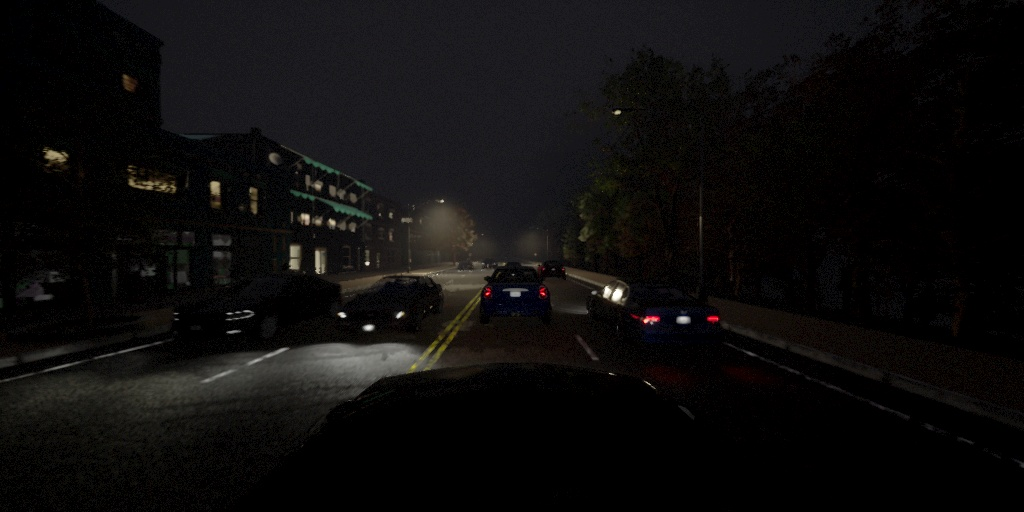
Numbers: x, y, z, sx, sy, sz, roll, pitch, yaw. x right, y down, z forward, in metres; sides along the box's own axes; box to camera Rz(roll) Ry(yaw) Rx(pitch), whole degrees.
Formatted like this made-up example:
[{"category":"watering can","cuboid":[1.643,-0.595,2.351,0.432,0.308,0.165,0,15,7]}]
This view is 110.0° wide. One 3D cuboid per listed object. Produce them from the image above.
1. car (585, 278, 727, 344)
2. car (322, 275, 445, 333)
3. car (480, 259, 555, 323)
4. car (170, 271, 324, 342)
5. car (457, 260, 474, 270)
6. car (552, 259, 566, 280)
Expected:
[{"category":"car","cuboid":[3.349,1.298,9.512,2.033,1.411,5.357,0,0,0]},{"category":"car","cuboid":[-3.352,1.298,11.053,2.033,1.411,5.357,0,0,0]},{"category":"car","cuboid":[0.099,1.103,12.314,2.097,1.767,4.553,0,0,0]},{"category":"car","cuboid":[-6.602,1.228,9.989,1.882,1.535,5.008,0,0,0]},{"category":"car","cuboid":[-6.583,1.298,51.416,2.033,1.411,5.357,0,0,0]},{"category":"car","cuboid":[3.346,1.103,31.087,2.097,1.767,4.553,0,0,0]}]
